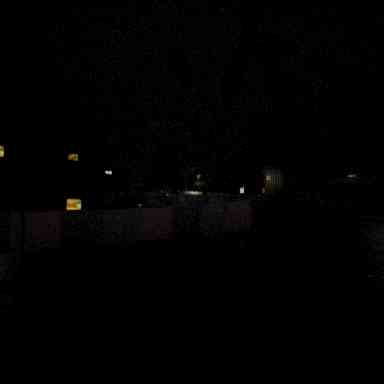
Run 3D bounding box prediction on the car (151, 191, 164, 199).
[{"bbox_3d":[-6.440,0.635,61.681,1.812,1.442,4.674,1,1,-21],"label":"car"}]
